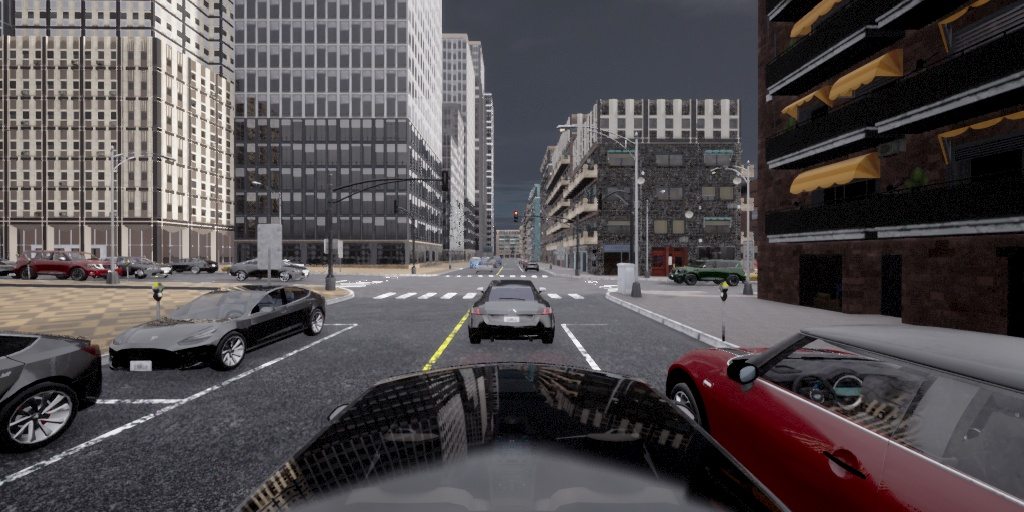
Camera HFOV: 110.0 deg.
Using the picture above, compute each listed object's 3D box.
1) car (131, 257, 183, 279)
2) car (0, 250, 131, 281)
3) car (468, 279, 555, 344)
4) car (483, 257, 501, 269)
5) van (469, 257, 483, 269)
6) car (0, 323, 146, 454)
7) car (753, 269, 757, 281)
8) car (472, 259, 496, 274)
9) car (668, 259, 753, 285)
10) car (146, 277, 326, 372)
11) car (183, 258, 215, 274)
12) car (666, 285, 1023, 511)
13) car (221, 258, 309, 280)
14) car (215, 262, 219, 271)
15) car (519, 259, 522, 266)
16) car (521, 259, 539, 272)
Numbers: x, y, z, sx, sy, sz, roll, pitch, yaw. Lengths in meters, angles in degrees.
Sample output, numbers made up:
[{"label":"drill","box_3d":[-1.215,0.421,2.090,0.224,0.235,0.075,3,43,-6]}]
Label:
[{"label":"car","box_3d":[-26.360,0.780,24.802,4.902,1.511,2.128,1,0,-1]},{"label":"car","box_3d":[-27.436,0.591,22.195,5.009,1.841,2.192,0,0,-1]},{"label":"car","box_3d":[-0.015,1.314,9.616,1.994,1.385,4.181,0,0,0]},{"label":"car","box_3d":[-3.230,1.262,56.796,1.837,1.490,4.892,0,0,0]},{"label":"van","box_3d":[-5.833,1.097,57.295,1.690,1.789,3.998,0,0,0]},{"label":"car","box_3d":[-5.688,1.316,2.437,1.948,1.339,4.313,0,0,0]},{"label":"car","box_3d":[21.291,1.698,31.256,4.829,1.417,1.751,0,0,-1]},{"label":"car","box_3d":[-3.203,1.353,42.167,1.895,1.301,4.718,0,0,0]},{"label":"car","box_3d":[15.514,1.290,28.581,5.566,2.045,2.150,1,0,-1]},{"label":"car","box_3d":[-5.702,1.315,7.684,1.948,1.339,4.313,0,0,0]},{"label":"car","box_3d":[-27.561,0.816,30.575,4.313,1.339,1.948,0,0,-1]},{"label":"car","box_3d":[2.693,1.190,2.460,1.967,1.591,4.097,0,0,0]},{"label":"car","box_3d":[-16.787,0.959,24.939,4.902,1.511,2.128,1,0,-1]},{"label":"car","box_3d":[-22.117,0.880,30.739,4.829,1.417,1.751,0,0,-1]},{"label":"car","box_3d":[2.548,1.301,57.318,1.888,1.381,4.507,0,0,0]},{"label":"car","box_3d":[2.575,1.319,47.351,1.948,1.339,4.313,0,0,0]}]
